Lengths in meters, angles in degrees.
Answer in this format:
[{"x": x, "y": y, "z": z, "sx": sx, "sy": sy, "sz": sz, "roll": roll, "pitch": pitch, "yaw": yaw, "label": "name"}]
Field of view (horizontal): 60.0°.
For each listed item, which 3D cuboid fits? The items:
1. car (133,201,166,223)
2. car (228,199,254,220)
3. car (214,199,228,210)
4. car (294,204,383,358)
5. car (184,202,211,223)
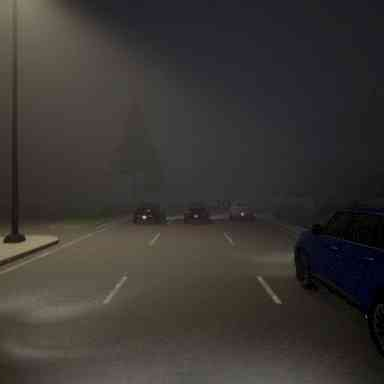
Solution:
[{"x": -3.111, "y": 1.463, "z": 25.116, "sx": 1.837, "sy": 1.490, "sz": 4.892, "roll": 0, "pitch": 0, "yaw": 3, "label": "car"}, {"x": 4.137, "y": 1.479, "z": 27.813, "sx": 1.812, "sy": 1.442, "sz": 4.674, "roll": 0, "pitch": 0, "yaw": 6, "label": "car"}, {"x": 4.073, "y": 1.531, "z": 41.634, "sx": 1.895, "sy": 1.301, "sz": 4.718, "roll": 0, "pitch": 0, "yaw": 16, "label": "car"}, {"x": 3.600, "y": 1.211, "z": 5.881, "sx": 2.150, "sy": 2.045, "sz": 5.566, "roll": 0, "pitch": 0, "yaw": 0, "label": "car"}, {"x": 0.418, "y": 1.483, "z": 25.149, "sx": 1.812, "sy": 1.442, "sz": 4.674, "roll": 0, "pitch": 0, "yaw": 3, "label": "car"}]
